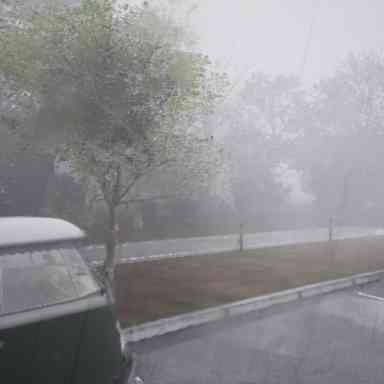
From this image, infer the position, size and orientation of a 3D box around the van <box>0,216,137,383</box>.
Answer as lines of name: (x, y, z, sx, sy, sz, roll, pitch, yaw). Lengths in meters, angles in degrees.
van: (-2.550, 1.242, 2.333, 4.442, 1.987, 1.878, -1, -1, -37)
